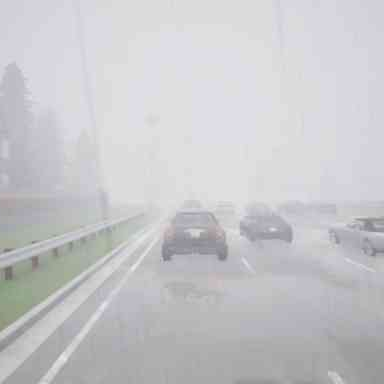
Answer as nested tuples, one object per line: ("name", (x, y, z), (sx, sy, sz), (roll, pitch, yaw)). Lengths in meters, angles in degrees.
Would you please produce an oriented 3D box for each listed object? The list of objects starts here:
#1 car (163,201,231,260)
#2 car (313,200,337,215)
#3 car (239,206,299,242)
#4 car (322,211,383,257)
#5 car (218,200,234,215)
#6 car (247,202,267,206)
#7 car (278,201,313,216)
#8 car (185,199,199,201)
("car", (0.095, 1.403, 12.800), (2.097, 1.767, 4.553), (0, 0, 0))
("car", (13.767, 1.622, 35.996), (1.882, 1.535, 5.008), (0, 0, -4))
("car", (3.595, 1.631, 16.716), (1.994, 1.385, 4.181), (0, 0, 0))
("car", (7.094, 1.654, 13.071), (1.895, 1.301, 4.718), (0, 0, 0))
("car", (3.258, 1.621, 35.992), (1.882, 1.535, 5.008), (0, 0, -4))
("car", (6.811, 1.704, 34.985), (1.994, 1.385, 4.181), (0, 0, -3))
("car", (10.349, 1.630, 34.713), (2.128, 1.511, 4.902), (0, 0, -3))
("car", (-0.038, 1.478, 31.799), (2.097, 1.767, 4.553), (0, 0, -2))
